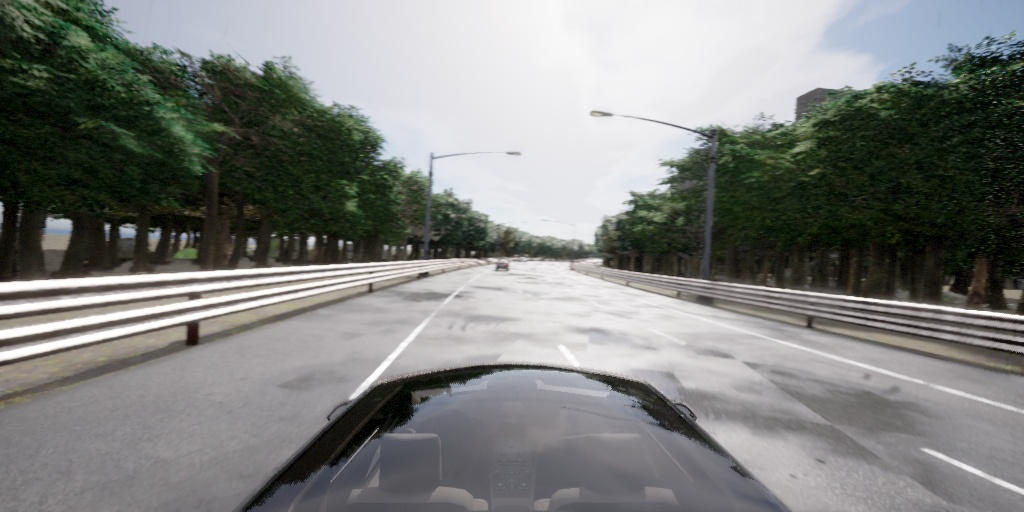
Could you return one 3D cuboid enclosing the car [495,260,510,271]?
[{"bbox_3d":[-1.331,1.358,52.086,2.128,1.511,4.902,3,-1,3],"label":"car"}]
